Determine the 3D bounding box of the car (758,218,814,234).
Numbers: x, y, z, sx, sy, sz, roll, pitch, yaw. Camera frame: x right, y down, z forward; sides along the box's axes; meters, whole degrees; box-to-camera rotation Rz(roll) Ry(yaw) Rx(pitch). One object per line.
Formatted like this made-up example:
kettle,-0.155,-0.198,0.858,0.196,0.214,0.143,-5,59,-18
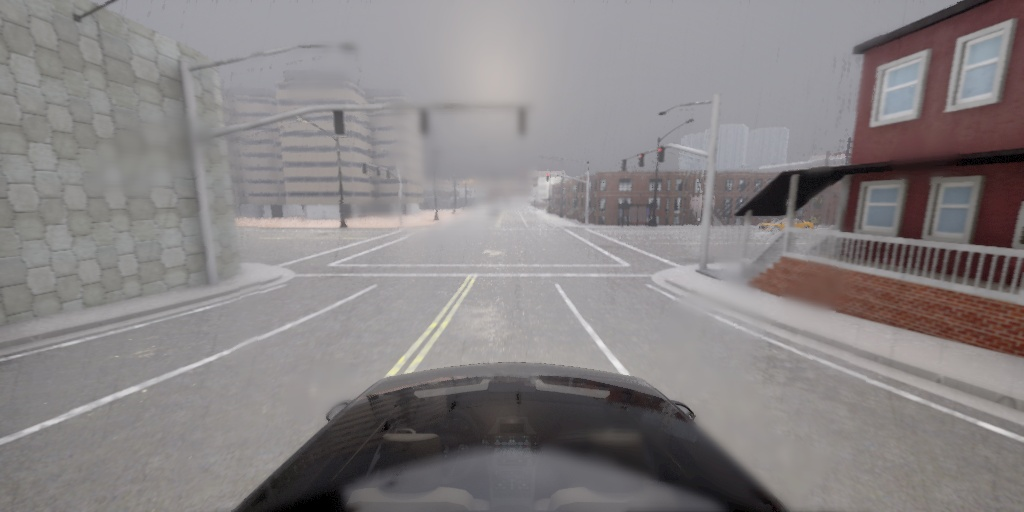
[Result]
car,28.078,-3.134,36.821,5.008,1.535,1.882,0,9,0
